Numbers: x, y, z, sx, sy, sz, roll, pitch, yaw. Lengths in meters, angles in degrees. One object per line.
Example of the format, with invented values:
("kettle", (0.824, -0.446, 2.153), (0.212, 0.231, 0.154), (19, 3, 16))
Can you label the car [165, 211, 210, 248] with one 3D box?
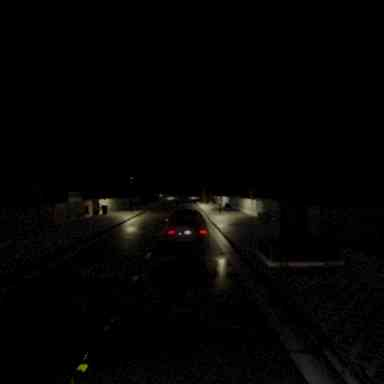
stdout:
("car", (-0.222, 1.551, 14.800), (2.033, 1.411, 5.357), (-1, 0, -1))
